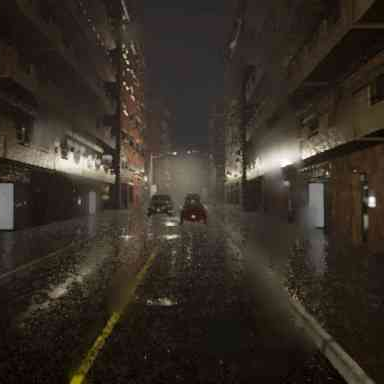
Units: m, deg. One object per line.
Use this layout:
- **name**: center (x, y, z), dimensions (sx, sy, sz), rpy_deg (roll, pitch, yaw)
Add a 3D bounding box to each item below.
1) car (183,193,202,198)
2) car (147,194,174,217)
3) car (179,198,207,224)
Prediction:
- **car**: center (0.086, 1.197, 41.586), dimensions (2.150, 2.045, 5.566), rpy_deg (0, 0, 0)
- **car**: center (-2.841, 1.208, 31.057), dimensions (2.150, 2.045, 5.566), rpy_deg (0, 0, 0)
- **car**: center (0.093, 1.470, 24.557), dimensions (1.882, 1.535, 5.008), rpy_deg (0, 0, 0)
